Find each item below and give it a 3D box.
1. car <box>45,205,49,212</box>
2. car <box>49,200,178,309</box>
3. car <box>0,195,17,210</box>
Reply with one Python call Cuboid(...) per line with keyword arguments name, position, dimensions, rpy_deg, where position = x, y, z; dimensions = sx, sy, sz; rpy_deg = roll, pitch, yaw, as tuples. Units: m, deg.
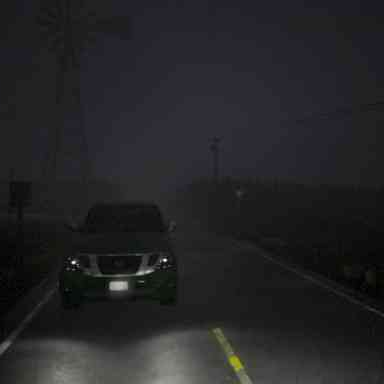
Cuboid(name="car", position=(-10.702, 1.422, 30.261), dimensions=(5.008, 1.535, 1.882), rpy_deg=(2, -1, -4))
Cuboid(name="car", position=(-1.665, 1.239, 8.352), dimensions=(2.150, 2.045, 5.566), rpy_deg=(0, 0, -9))
Cuboid(name="car", position=(-20.425, 1.231, 37.075), dimensions=(1.905, 1.878, 3.866), rpy_deg=(0, 0, -40))
